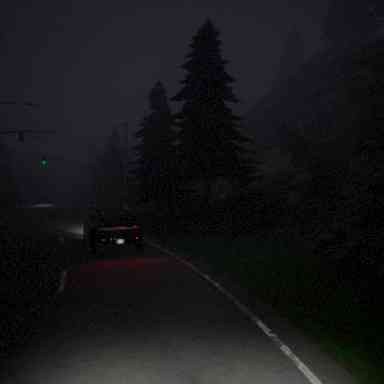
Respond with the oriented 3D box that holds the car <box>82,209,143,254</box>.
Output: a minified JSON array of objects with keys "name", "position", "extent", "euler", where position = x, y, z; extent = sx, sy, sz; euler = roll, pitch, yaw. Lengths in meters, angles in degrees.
[{"name":"car","position":[-3.270,1.423,13.361],"extent":[2.128,1.511,4.902],"euler":[0,0,-21]}]

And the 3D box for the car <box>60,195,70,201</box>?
[{"name":"car","position":[-26.742,1.248,69.975],"extent":[1.994,1.385,4.181],"euler":[0,0,-22]}]

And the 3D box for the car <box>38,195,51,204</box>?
[{"name":"car","position":[-24.946,1.270,56.398],"extent":[2.128,1.511,4.902],"euler":[0,0,-22]}]
